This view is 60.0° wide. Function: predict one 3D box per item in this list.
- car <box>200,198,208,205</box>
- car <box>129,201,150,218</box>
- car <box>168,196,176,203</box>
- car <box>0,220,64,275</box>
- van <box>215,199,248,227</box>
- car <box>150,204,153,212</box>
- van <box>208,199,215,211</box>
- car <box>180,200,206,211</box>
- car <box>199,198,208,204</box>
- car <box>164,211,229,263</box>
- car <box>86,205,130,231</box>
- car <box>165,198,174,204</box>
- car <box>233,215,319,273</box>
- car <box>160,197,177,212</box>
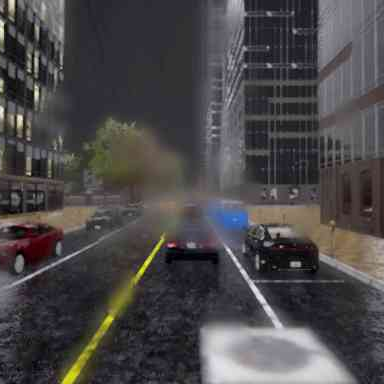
[{"bbox_3d":[2.703,1.978,71.758,1.967,1.590,4.097,0,0,0],"label":"car"},{"bbox_3d":[-5.764,1.854,33.632,1.947,1.339,4.313,0,0,0],"label":"car"},{"bbox_3d":[-5.675,2.001,94.487,2.192,1.841,5.009,0,0,0],"label":"car"},{"bbox_3d":[-5.688,1.658,10.833,1.887,1.381,4.507,0,-1,0],"label":"car"},{"bbox_3d":[2.697,1.551,22.238,1.690,1.788,3.998,0,0,0],"label":"van"},{"bbox_3d":[-5.811,1.861,40.867,1.752,1.417,4.829,0,0,0],"label":"car"},{"bbox_3d":[2.780,1.629,33.634,1.690,1.788,3.998,0,0,0],"label":"van"},{"bbox_3d":[0.028,1.761,28.461,1.837,1.490,4.892,0,0,1],"label":"car"},{"bbox_3d":[2.702,2.141,77.438,1.947,1.339,4.313,0,0,0],"label":"car"},{"bbox_3d":[0.013,1.677,12.500,2.033,1.411,5.357,0,-1,0],"label":"car"},{"bbox_3d":[-5.685,1.776,22.236,1.947,1.339,4.313,0,0,0],"label":"car"},{"bbox_3d":[-5.678,2.164,83.119,2.008,1.369,4.403,0,0,0],"label":"car"},{"bbox_3d":[2.693,1.664,10.832,2.008,1.369,4.403,0,-1,0],"label":"car"},{"bbox_3d":[-3.023,1.831,43.754,1.882,1.535,5.008,0,-1,1],"label":"car"}]
